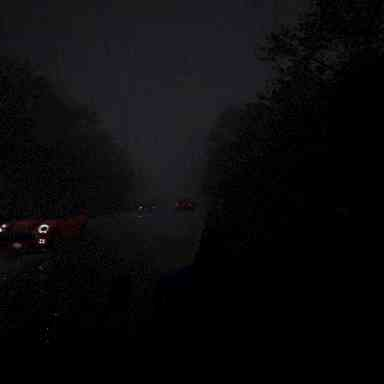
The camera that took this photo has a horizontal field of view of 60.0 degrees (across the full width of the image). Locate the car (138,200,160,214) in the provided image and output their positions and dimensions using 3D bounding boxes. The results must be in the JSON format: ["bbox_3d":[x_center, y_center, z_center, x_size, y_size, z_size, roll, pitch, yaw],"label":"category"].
[{"bbox_3d":[-4.746,1.631,37.616,1.837,1.490,4.892,0,-1,4],"label":"car"}]

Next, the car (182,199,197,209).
[{"bbox_3d":[-0.335,1.780,51.616,1.994,1.385,4.181,0,0,3],"label":"car"}]

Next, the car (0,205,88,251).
[{"bbox_3d":[-6.172,1.371,14.258,2.097,1.767,4.553,0,-1,3],"label":"car"}]

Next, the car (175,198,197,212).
[{"bbox_3d":[-0.896,1.521,41.341,2.097,1.767,4.553,0,0,4],"label":"car"}]
